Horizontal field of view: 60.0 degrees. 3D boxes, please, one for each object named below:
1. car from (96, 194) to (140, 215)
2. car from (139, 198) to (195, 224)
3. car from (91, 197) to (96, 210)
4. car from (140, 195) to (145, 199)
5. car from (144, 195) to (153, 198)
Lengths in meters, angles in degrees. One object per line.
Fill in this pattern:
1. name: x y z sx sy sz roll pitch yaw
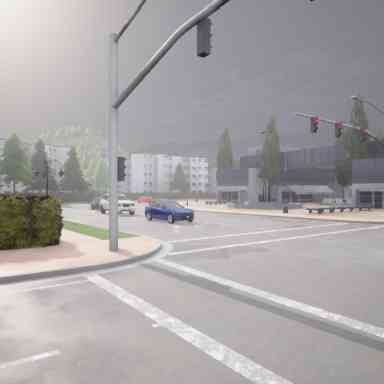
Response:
1. car: -7.601 1.221 33.554 2.150 2.045 5.566 0 0 -32
2. car: -1.792 1.478 25.376 1.882 1.535 5.008 0 0 -37
3. car: -11.915 1.352 42.940 2.097 1.767 4.553 0 0 -17
4. car: -9.288 1.352 68.133 2.097 1.767 4.553 0 0 15
5. car: -4.135 1.477 42.282 1.882 1.535 5.008 0 0 -24
